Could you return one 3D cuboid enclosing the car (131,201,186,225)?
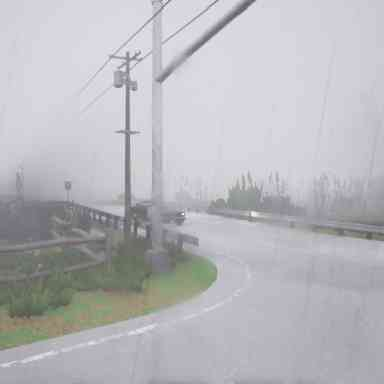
[{"bbox_3d":[-2.258,1.245,20.431,1.895,1.301,4.718,0,3,-32],"label":"car"}]
